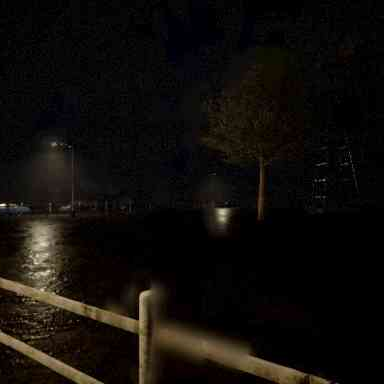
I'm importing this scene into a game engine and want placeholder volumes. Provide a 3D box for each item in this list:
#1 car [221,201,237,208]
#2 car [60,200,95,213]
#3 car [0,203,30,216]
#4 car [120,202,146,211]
[{"bbox_3d":[7.734,2.626,69.478,1.994,1.385,4.181,-2,-2,36],"label":"car"},{"bbox_3d":[-15.129,1.911,44.015,2.097,1.767,4.553,-2,-2,36],"label":"car"},{"bbox_3d":[-20.669,1.950,36.309,2.033,1.411,5.357,-2,-2,35],"label":"car"},{"bbox_3d":[-9.191,2.258,52.255,1.812,1.442,4.674,-2,-2,36],"label":"car"}]
